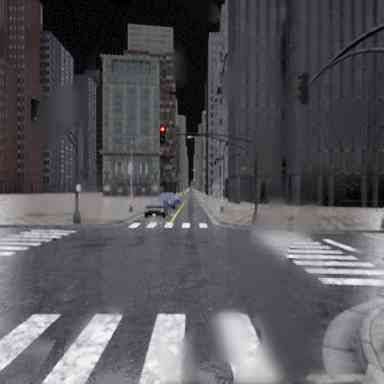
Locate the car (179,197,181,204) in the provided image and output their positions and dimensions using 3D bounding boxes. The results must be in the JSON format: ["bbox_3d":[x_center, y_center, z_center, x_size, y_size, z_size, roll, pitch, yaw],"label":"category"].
[{"bbox_3d":[-3.086,1.375,61.090,1.882,1.535,5.008,0,0,0],"label":"car"}]

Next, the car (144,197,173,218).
[{"bbox_3d":[-3.128,1.496,30.077,2.033,1.411,5.357,0,0,0],"label":"car"}]

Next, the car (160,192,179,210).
[{"bbox_3d":[-3.134,1.148,42.231,2.150,2.045,5.566,0,0,0],"label":"car"}]
